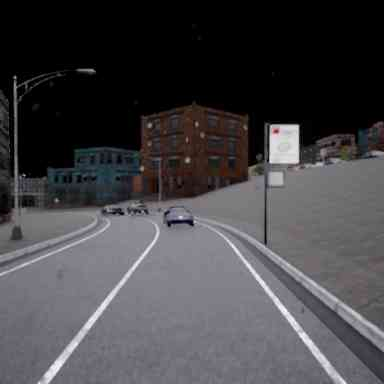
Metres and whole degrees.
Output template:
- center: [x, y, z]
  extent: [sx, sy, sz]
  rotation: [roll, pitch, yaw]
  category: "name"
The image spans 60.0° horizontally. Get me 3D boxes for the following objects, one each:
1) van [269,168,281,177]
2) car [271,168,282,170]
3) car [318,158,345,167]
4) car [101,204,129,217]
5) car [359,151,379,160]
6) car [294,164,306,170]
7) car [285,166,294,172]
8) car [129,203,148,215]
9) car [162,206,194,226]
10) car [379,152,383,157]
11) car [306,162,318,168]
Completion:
- center: [20.757, -4.827, 83.450]
  extent: [1.878, 1.987, 4.442]
  rotation: [0, 0, -1]
  category: "van"
- center: [20.875, -4.548, 78.056]
  extent: [2.231, 1.521, 4.892]
  rotation: [0, 1, -1]
  category: "car"
- center: [21.484, -4.347, 50.356]
  extent: [2.185, 1.767, 4.553]
  rotation: [0, 1, -1]
  category: "car"
- center: [-9.397, 2.178, 39.158]
  extent: [2.033, 1.411, 5.357]
  rotation: [-1, -2, -26]
  category: "car"
- center: [21.724, -4.079, 39.420]
  extent: [2.231, 1.521, 4.892]
  rotation: [0, 1, -1]
  category: "car"
- center: [21.239, -4.488, 61.523]
  extent: [2.185, 1.767, 4.553]
  rotation: [0, 1, -1]
  category: "car"
- center: [21.118, -4.554, 67.041]
  extent: [2.185, 1.767, 4.553]
  rotation: [0, 1, -1]
  category: "car"
- center: [-7.092, 2.168, 42.607]
  extent: [1.837, 1.490, 4.892]
  rotation: [0, -2, -27]
  category: "car"
- center: [-1.130, 1.773, 25.037]
  extent: [1.994, 1.385, 4.181]
  rotation: [0, -1, -10]
  category: "car"
- center: [21.854, -3.994, 33.902]
  extent: [2.231, 1.521, 4.892]
  rotation: [0, 1, -1]
  category: "car"
- center: [21.364, -4.251, 55.850]
  extent: [2.002, 1.452, 4.674]
  rotation: [0, 1, -1]
  category: "car"
